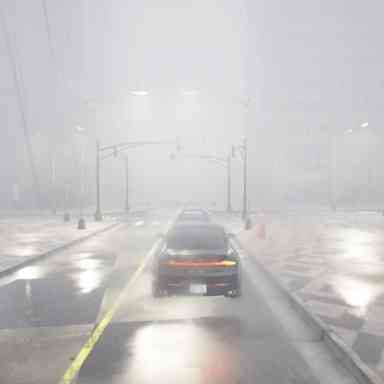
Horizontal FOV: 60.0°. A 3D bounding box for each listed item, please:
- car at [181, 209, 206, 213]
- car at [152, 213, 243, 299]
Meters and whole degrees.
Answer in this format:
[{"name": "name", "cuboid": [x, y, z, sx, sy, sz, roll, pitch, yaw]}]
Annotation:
[{"name": "car", "cuboid": [0.061, 1.552, 17.340, 1.994, 1.385, 4.181, 0, 0, 1]}, {"name": "car", "cuboid": [0.101, 1.500, 8.437, 1.837, 1.490, 4.892, 0, 0, 0]}]
